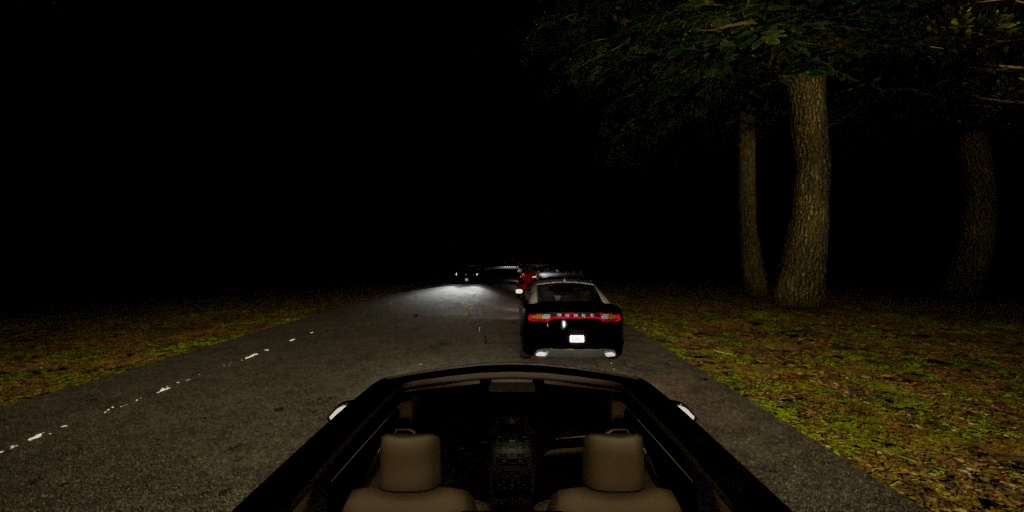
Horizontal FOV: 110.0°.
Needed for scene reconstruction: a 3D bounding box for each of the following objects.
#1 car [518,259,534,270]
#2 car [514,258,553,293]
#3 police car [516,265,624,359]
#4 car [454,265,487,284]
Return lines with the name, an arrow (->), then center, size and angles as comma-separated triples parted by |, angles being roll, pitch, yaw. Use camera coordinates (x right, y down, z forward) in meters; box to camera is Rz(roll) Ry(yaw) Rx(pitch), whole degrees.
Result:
car -> 2.017, 1.225, 50.941 | 2.033, 1.411, 5.357 | 0, 0, 4
car -> 1.329, 1.082, 18.370 | 2.097, 1.767, 4.553 | 0, 0, 2
police car -> 1.119, 1.169, 8.549 | 1.930, 1.638, 5.238 | 0, 0, 1
car -> -3.021, 1.316, 26.720 | 1.895, 1.301, 4.718 | 0, 0, 2
